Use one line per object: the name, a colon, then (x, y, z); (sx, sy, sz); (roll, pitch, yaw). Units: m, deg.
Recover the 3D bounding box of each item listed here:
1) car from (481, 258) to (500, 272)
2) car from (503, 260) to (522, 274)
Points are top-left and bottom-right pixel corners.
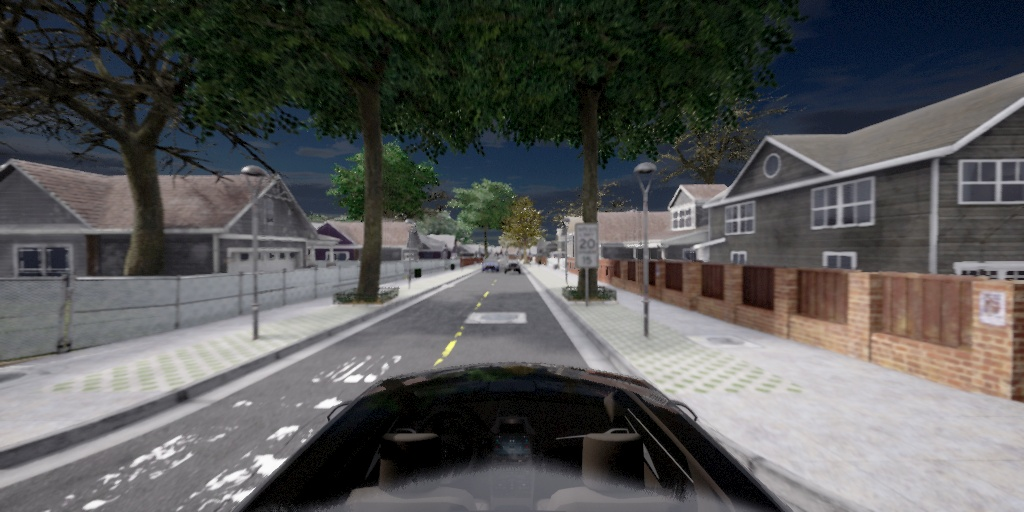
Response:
car: (-2.655, 1.075, 45.214); (2.097, 1.767, 4.553); (0, 0, 0)
car: (0.084, 1.210, 40.147); (1.837, 1.490, 4.892); (0, 0, 0)
